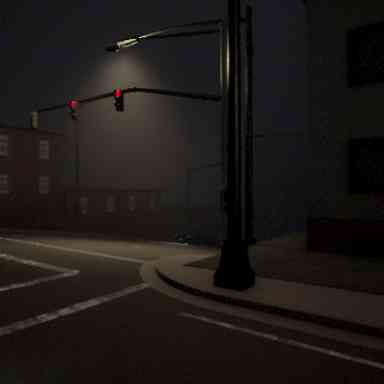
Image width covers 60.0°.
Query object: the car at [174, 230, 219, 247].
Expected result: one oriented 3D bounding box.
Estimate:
[{"bbox_3d":[0.566,4.317,31.066,2.033,1.411,5.357,0,-13,36],"label":"car"}]
